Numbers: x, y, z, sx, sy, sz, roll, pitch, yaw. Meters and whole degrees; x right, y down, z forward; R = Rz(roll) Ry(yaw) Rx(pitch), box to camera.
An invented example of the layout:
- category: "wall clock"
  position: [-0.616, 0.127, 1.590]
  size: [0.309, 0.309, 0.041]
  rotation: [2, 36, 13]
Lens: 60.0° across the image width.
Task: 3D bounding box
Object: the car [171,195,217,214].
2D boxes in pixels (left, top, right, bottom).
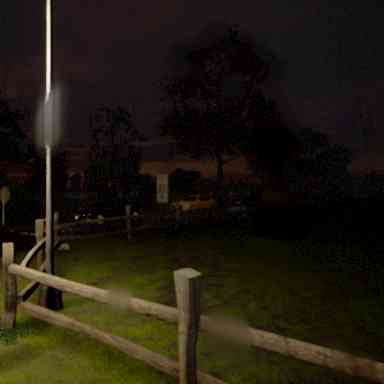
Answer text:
- category: "car"
  position: [0.248, 1.034, 29.067]
  size: [1.882, 1.535, 5.008]
  rotation: [0, 1, 37]

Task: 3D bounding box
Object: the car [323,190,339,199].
- category: "car"
  position: [23.134, 0.491, 54.997]
  size: [1.837, 1.490, 4.892]
  rotation: [0, 1, 36]

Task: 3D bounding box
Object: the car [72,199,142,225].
- category: "car"
  position: [-5.351, 1.225, 21.516]
  size: [1.837, 1.490, 4.892]
  rotation: [0, 1, 37]

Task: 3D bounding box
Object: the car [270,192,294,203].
- category: "car"
  position: [12.353, 0.691, 45.315]
  size: [1.882, 1.535, 5.008]
  rotation: [0, 1, 37]

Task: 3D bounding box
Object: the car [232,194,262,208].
- category: "car"
  position: [6.144, 0.952, 36.992]
  size: [1.994, 1.385, 4.181]
  rotation: [0, 1, 38]
